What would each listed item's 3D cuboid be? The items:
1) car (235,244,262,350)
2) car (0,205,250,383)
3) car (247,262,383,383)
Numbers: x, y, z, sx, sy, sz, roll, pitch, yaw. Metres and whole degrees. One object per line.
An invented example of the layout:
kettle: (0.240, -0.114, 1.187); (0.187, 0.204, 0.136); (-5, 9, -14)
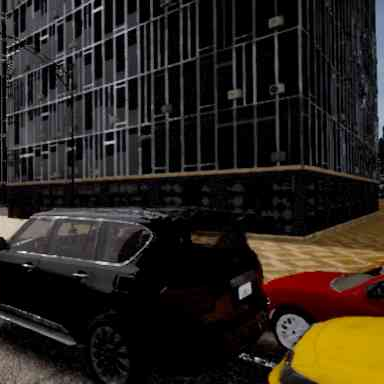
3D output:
car: (3.055, 1.560, 4.387); (4.507, 1.381, 1.887); (0, -1, 36)
car: (-1.581, 1.238, 5.406); (5.566, 2.045, 2.150); (0, 0, 35)
car: (3.198, 1.465, 2.010); (5.366, 1.575, 1.801); (0, 0, 36)
